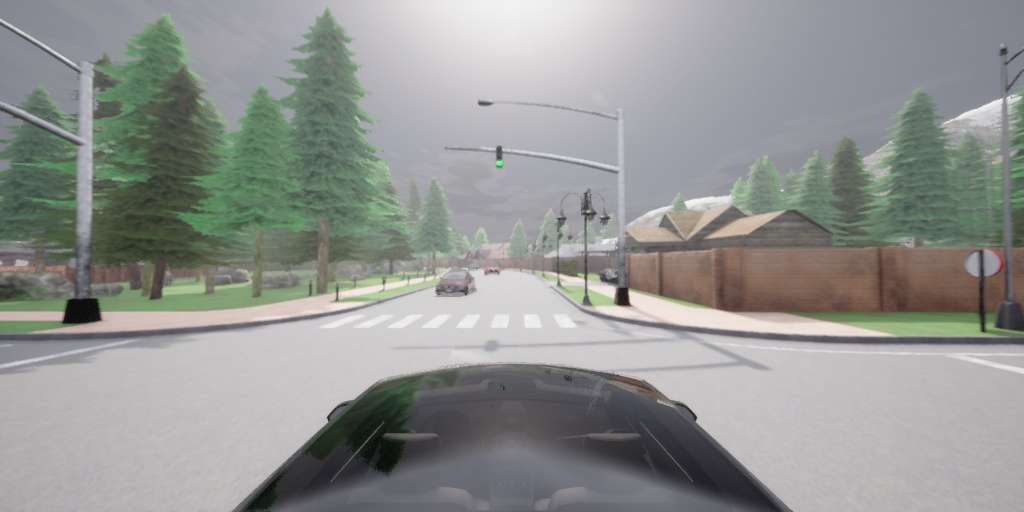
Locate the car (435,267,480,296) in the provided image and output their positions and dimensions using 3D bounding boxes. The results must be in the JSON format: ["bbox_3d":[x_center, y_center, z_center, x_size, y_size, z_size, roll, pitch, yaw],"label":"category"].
[{"bbox_3d":[-3.348,1.631,22.039,1.812,1.442,4.674,0,0,3],"label":"car"}]

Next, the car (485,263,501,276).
[{"bbox_3d":[-2.720,1.779,50.184,2.097,1.767,4.553,0,-1,-7],"label":"car"}]
